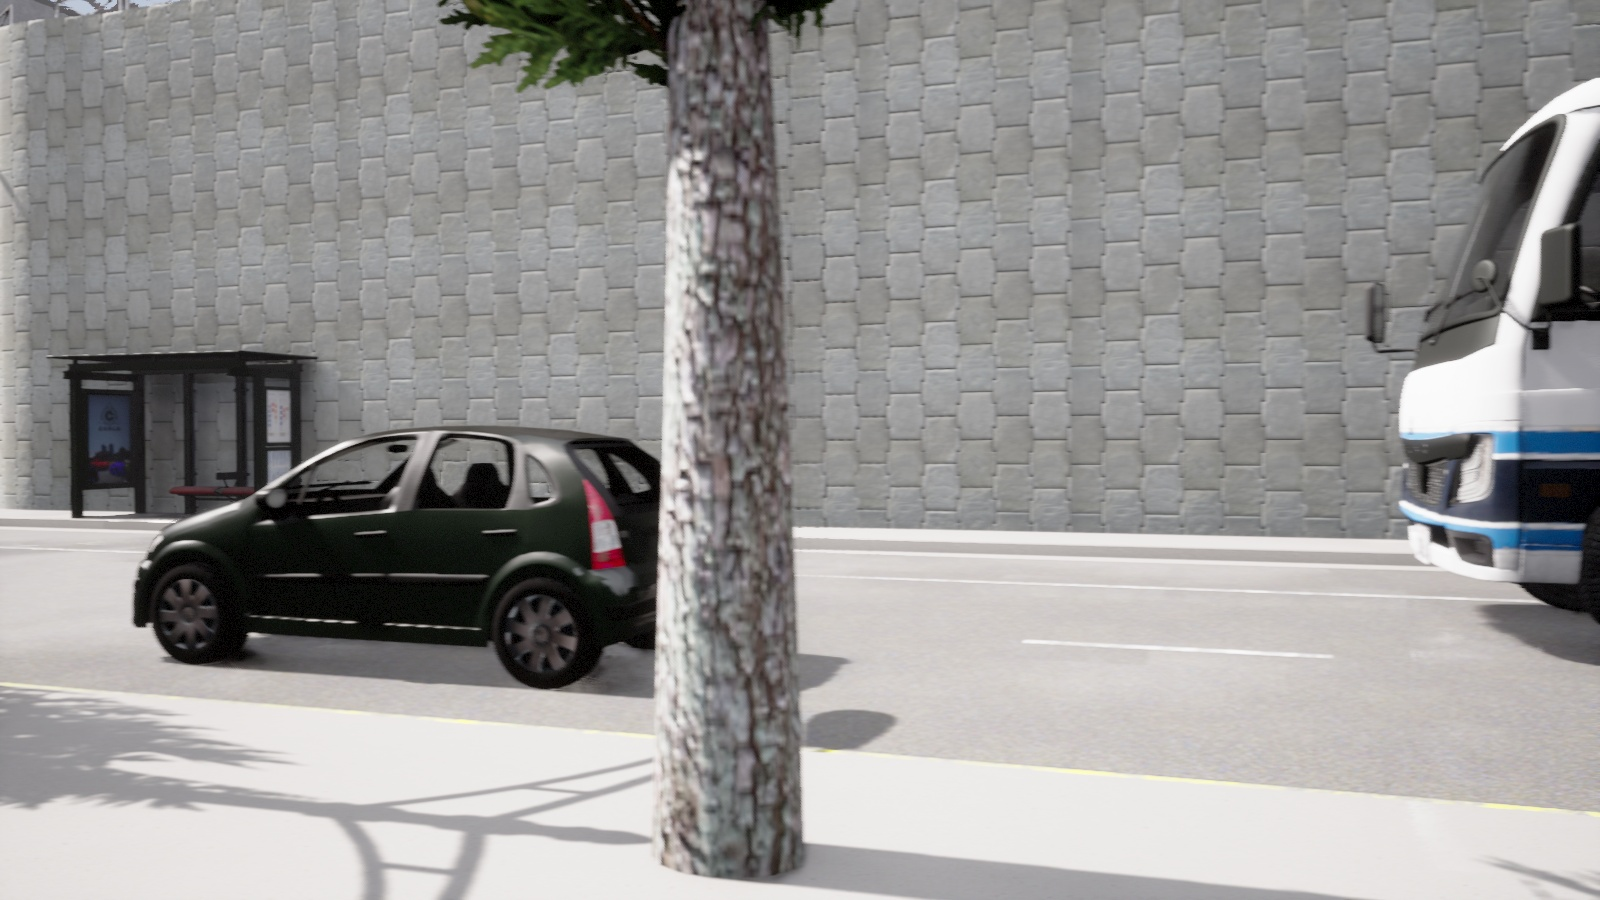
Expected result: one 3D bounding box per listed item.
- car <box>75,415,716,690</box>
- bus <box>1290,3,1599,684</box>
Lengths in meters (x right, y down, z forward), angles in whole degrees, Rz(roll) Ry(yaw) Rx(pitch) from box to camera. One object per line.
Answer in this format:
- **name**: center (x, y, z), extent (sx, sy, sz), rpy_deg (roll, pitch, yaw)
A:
- **car**: center (-2.797, 0.572, 8.880), extent (3.988, 1.617, 1.851), rpy_deg (1, 1, 19)
- **bus**: center (8.978, -0.654, 8.592), extent (10.273, 4.253, 3.944), rpy_deg (1, 1, 19)
